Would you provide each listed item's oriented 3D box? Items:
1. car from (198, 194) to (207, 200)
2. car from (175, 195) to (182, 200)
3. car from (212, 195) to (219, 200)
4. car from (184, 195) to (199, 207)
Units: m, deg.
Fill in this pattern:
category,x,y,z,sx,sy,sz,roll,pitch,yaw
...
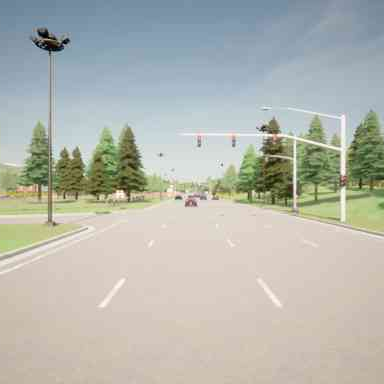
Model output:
category,x,y,z,sx,sy,sz,roll,pitch,yaw
car,3.205,1.622,94.300,1.812,1.442,4.674,0,0,0
car,-3.795,1.575,94.278,1.882,1.535,5.008,0,0,0
car,6.705,1.623,94.311,2.128,1.511,4.902,0,0,0
car,-0.164,1.580,52.843,1.812,1.442,4.674,0,0,0
